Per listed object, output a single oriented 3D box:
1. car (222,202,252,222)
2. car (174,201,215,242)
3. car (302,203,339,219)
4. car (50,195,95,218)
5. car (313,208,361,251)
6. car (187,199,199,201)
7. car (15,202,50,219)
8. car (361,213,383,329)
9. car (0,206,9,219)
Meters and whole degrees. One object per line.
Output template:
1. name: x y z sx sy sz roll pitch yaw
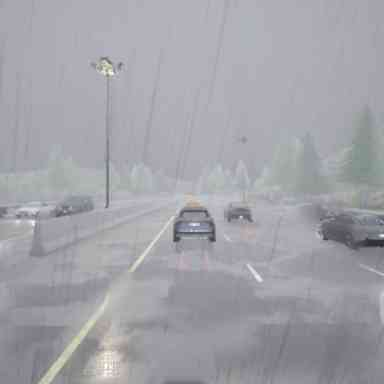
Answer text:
1. car: 3.613 1.579 26.802 1.837 1.490 4.892 0 0 0
2. car: 0.109 1.477 16.815 2.033 1.649 4.856 0 0 0
3. car: 10.608 1.619 26.814 2.033 1.411 5.357 0 0 0
4. car: -10.563 1.309 30.470 2.150 2.045 5.566 0 -1 0
5. car: 7.107 1.603 14.384 1.994 1.385 4.181 0 0 0
6. car: 0.116 1.592 42.019 1.882 1.535 5.008 0 0 0
7. car: -14.062 1.609 30.049 1.812 1.442 4.674 0 0 0
8. car: 3.600 1.228 2.110 2.150 2.045 5.566 0 0 0
9. car: -17.576 1.626 27.872 2.033 1.411 5.357 0 0 0
